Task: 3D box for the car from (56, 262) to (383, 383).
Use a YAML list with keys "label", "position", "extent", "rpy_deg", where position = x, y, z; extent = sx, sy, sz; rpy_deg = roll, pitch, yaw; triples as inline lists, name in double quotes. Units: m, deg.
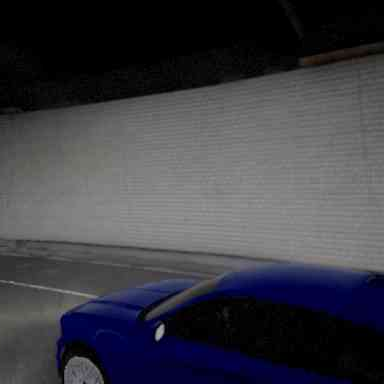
- label: "car"
  position: [0.795, 1.444, 3.096]
  extent: [5.008, 1.535, 1.882]
  rpy_deg: [0, 0, 34]
